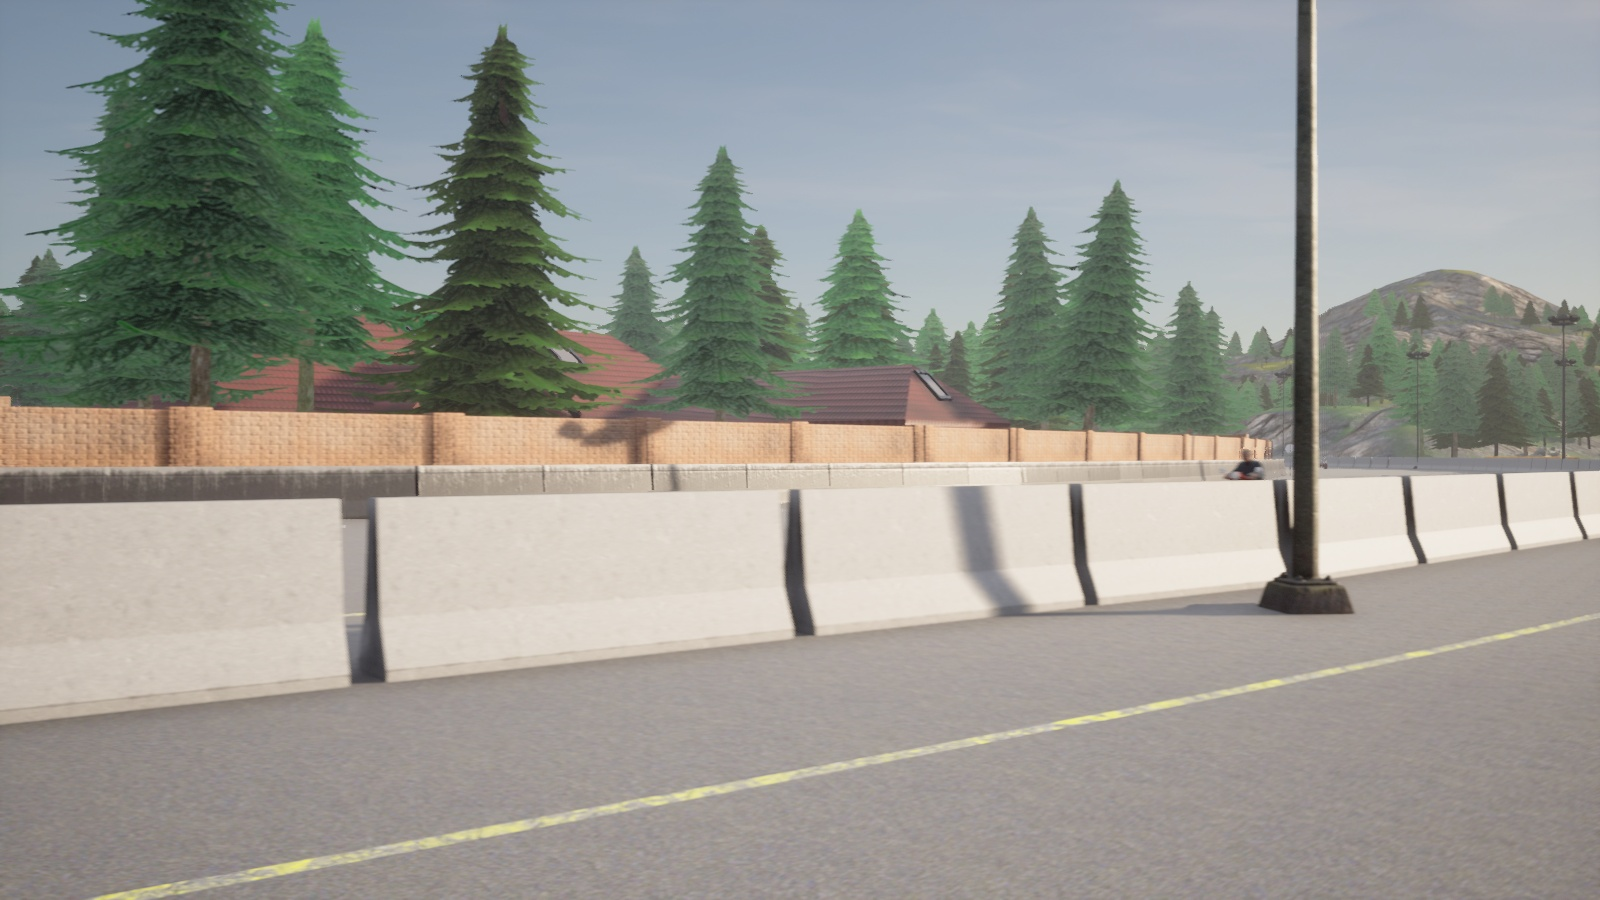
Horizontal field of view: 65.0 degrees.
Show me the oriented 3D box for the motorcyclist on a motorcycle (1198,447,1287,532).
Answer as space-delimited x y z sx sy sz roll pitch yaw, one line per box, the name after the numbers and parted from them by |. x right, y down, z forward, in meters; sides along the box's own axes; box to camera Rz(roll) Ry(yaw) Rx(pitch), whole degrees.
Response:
8.629 0.740 24.439 1.817 1.590 0.866 0 -1 -43 | motorcyclist on a motorcycle
